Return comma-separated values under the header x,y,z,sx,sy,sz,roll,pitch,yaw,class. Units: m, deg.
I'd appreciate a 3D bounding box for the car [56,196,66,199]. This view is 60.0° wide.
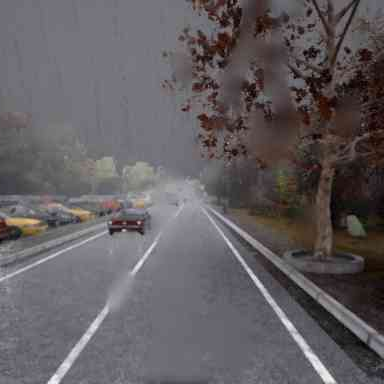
x,y,z,sx,sy,sz,roll,pitch,yaw,class
-23.292,1.788,52.814,4.792,1.488,2.163,0,-1,0,car

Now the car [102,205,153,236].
x,y,z,sx,sy,sz,roll,pitch,yaw,class
-3.355,1.620,18.733,1.895,1.301,4.718,0,0,0,car

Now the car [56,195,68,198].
x,y,z,sx,sy,sz,roll,pitch,yaw,class
-23.346,1.546,55.587,5.566,2.045,2.435,0,-1,0,car

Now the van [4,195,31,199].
x,y,z,sx,sy,sz,roll,pitch,yaw,class
-23.227,1.417,41.760,4.442,1.987,1.878,0,0,0,van

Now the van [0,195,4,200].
x,y,z,sx,sy,sz,roll,pitch,yaw,class
-23.459,1.386,36.204,4.442,1.987,1.878,0,0,0,van

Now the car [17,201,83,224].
x,y,z,sx,sy,sz,roll,pitch,yaw,class
-10.288,1.541,22.232,4.892,1.521,2.231,0,0,0,car

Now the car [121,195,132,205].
x,y,z,sx,sy,sz,roll,pitch,yaw,class
-10.287,1.517,41.664,4.553,1.767,2.185,0,0,0,car

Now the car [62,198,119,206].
x,y,z,sx,sy,sz,roll,pitch,yaw,class
-10.238,1.627,33.337,4.792,1.488,2.163,0,0,0,car

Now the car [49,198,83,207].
x,y,z,sx,sy,sz,roll,pitch,yaw,class
-23.124,1.871,61.122,5.366,1.575,1.946,0,-1,0,car

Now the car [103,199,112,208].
x,y,z,sx,sy,sz,roll,pitch,yaw,class
-10.241,1.612,30.561,4.792,1.488,2.163,0,0,0,car

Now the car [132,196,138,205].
x,y,z,sx,sy,sz,roll,pitch,yaw,class
-10.246,1.664,44.442,4.892,1.521,2.231,0,-1,0,car

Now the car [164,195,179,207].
x,y,z,sx,sy,sz,roll,pitch,yaw,class
-3.400,1.805,59.408,1.837,1.490,4.892,0,0,0,car

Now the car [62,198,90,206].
x,y,z,sx,sy,sz,roll,pitch,yaw,class
-23.273,1.980,66.662,4.792,1.488,2.163,0,-1,0,car

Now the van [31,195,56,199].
x,y,z,sx,sy,sz,roll,pitch,yaw,class
-23.441,1.495,49.924,4.442,1.987,1.878,0,-1,0,van

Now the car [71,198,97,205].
x,y,z,sx,sy,sz,roll,pitch,yaw,class
-23.290,2.025,72.079,5.008,1.535,2.097,0,-1,0,car

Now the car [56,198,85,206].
x,y,z,sx,sy,sz,roll,pitch,yaw,class
-23.303,1.952,63.892,4.674,1.452,2.002,0,-1,0,car

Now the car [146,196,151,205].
x,y,z,sx,sy,sz,roll,pitch,yaw,class
-10.052,1.794,55.535,5.366,1.575,1.946,0,-1,0,car

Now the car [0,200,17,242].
x,y,z,sx,sy,sz,roll,pitch,yaw,class
-10.261,1.371,13.904,4.553,1.767,2.185,0,0,0,car

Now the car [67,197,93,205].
x,y,z,sx,sy,sz,roll,pitch,yaw,class
-23.330,1.861,69.310,4.553,1.767,2.185,0,-1,0,car

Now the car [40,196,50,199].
x,y,z,sx,sy,sz,roll,pitch,yaw,class
-23.357,1.718,47.150,4.792,1.488,2.163,0,-1,0,car

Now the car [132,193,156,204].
x,y,z,sx,sy,sz,roll,pitch,yaw,class
-10.255,1.661,63.866,5.566,2.045,2.435,0,-1,0,car

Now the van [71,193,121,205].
x,y,z,sx,sy,sz,roll,pitch,yaw,class
-10.380,1.386,36.114,4.442,1.987,1.878,0,0,0,van

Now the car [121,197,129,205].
x,y,z,sx,sy,sz,roll,pitch,yaw,class
-10.289,1.655,38.890,4.792,1.488,2.163,0,0,0,car

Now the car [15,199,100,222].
x,y,z,sx,sy,sz,roll,pitch,yaw,class
-10.092,1.551,25.008,5.366,1.575,1.946,0,0,0,car

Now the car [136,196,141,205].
x,y,z,sx,sy,sz,roll,pitch,yaw,class
-10.434,1.687,47.210,5.366,1.575,1.946,0,-1,0,car

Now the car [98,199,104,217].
x,y,z,sx,sy,sz,roll,pitch,yaw,class
-10.245,1.598,27.784,4.792,1.488,2.163,0,0,0,car

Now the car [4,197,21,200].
x,y,z,sx,sy,sz,roll,pitch,yaw,class
-23.344,1.626,38.973,5.008,1.535,2.097,0,0,0,car

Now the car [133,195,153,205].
x,y,z,sx,sy,sz,roll,pitch,yaw,class
-10.415,1.871,61.087,5.366,1.575,1.946,0,-1,0,car

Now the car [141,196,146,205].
x,y,z,sx,sy,sz,roll,pitch,yaw,class
-10.059,1.718,49.862,5.366,1.575,1.946,0,-1,0,car

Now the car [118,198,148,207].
x,y,z,sx,sy,sz,roll,pitch,yaw,class
-10.240,1.836,58.310,4.892,1.521,2.231,0,-1,0,car

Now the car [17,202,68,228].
x,y,z,sx,sy,sz,roll,pitch,yaw,class
-10.279,1.527,19.456,4.892,1.521,2.231,0,0,0,car

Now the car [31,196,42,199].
x,y,z,sx,sy,sz,roll,pitch,yaw,class
-23.361,1.693,44.510,4.792,1.488,2.163,0,0,0,car

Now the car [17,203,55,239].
x,y,z,sx,sy,sz,roll,pitch,yaw,class
-10.103,1.508,16.680,5.366,1.575,1.946,0,0,0,car
